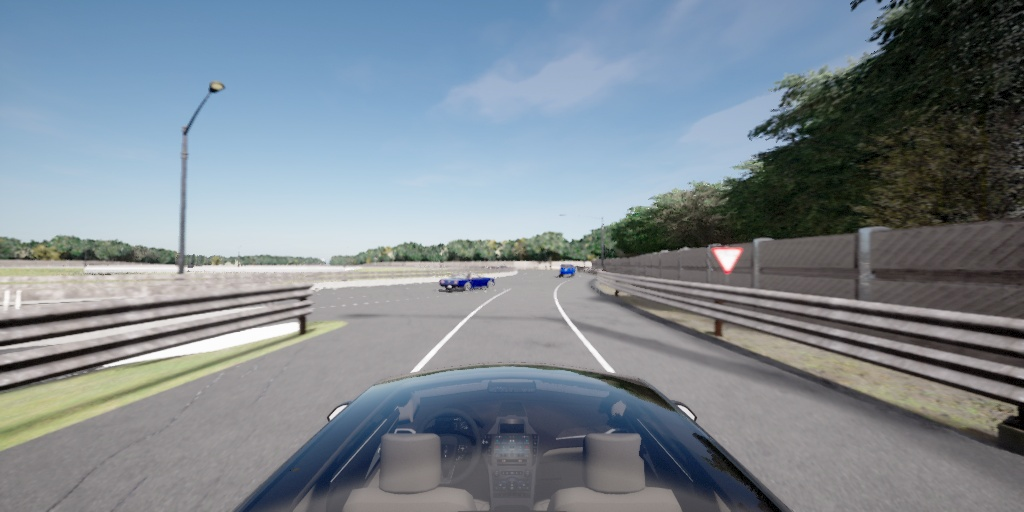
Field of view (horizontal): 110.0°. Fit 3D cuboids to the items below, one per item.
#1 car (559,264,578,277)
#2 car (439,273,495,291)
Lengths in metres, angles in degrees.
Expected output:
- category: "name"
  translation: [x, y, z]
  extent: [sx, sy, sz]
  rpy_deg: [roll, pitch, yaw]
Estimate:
- category: "car"
  translation: [8.687, 2.252, 56.126]
  extent: [2.150, 2.045, 5.566]
  rpy_deg: [0, -1, 14]
- category: "car"
  translation: [-3.194, 1.884, 26.664]
  extent: [1.895, 1.301, 4.718]
  rpy_deg: [-1, -2, 30]
